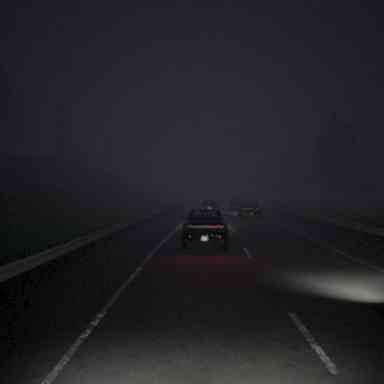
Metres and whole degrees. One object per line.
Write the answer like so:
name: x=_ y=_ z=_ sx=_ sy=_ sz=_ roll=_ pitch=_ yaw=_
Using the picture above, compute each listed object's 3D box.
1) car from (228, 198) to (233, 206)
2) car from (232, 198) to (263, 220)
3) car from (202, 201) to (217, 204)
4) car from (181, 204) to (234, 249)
car: x=5.966 y=1.504 z=44.686 sx=1.882 sy=1.535 sz=5.008 roll=0 pitch=0 yaw=4
car: x=4.887 y=1.510 z=28.564 sx=2.128 sy=1.511 sz=4.902 roll=0 pitch=0 yaw=4
car: x=1.756 y=1.563 z=33.277 sx=2.033 sy=1.411 sz=5.357 roll=0 pitch=0 yaw=4
car: x=0.584 y=1.498 z=14.594 sx=2.128 sy=1.511 sz=4.902 roll=0 pitch=0 yaw=3
